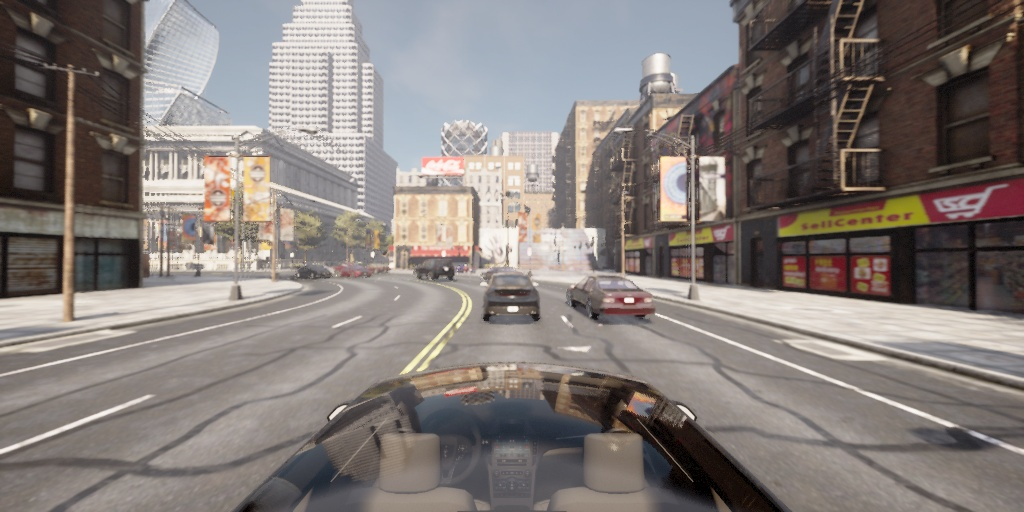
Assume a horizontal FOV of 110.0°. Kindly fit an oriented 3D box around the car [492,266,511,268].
[{"bbox_3d":[-0.953,1.588,30.442,2.033,1.411,5.357,0,-1,-26],"label":"car"}]

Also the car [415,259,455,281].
[{"bbox_3d":[-7.465,1.303,34.443,2.150,2.045,5.566,1,-1,-36],"label":"car"}]

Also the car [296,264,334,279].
[{"bbox_3d":[-20.682,1.620,37.444,4.892,1.490,1.837,-1,-1,35],"label":"car"}]

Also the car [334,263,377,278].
[{"bbox_3d":[-17.039,1.693,39.038,4.181,1.385,1.994,0,-1,38],"label":"car"}]

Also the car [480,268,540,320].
[{"bbox_3d":[-0.097,1.371,13.165,1.837,1.490,4.892,0,-1,-3],"label":"car"}]

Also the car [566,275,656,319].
[{"bbox_3d":[3.416,1.415,13.383,2.033,1.411,5.357,0,-1,-3],"label":"car"}]
